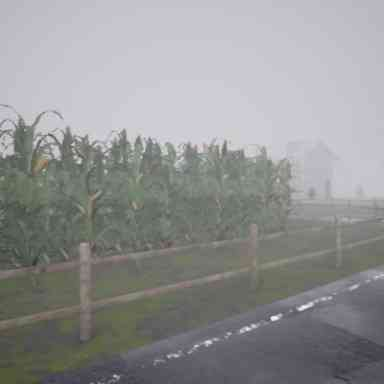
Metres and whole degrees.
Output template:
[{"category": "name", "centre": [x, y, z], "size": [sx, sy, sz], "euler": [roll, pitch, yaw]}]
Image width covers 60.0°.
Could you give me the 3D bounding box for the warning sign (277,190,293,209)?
[{"category": "warning sign", "centre": [9.646, 0.761, 34.496], "size": [1.300, 1.860, 1.060], "euler": [-1, 1, -39]}]
